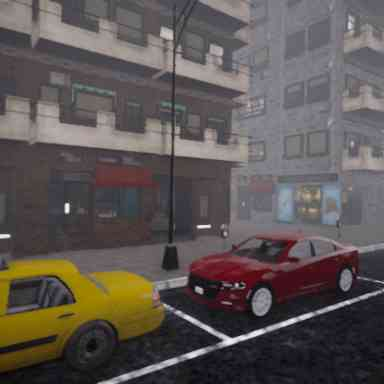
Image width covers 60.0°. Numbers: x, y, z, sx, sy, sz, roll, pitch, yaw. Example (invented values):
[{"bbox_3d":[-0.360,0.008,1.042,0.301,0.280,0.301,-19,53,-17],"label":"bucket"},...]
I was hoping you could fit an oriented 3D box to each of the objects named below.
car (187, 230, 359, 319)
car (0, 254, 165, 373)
[{"bbox_3d":[1.968,1.599,7.486,4.507,1.381,1.887,1,0,-35],"label":"car"},{"bbox_3d":[-2.690,1.526,4.168,4.829,1.417,1.752,1,0,-35],"label":"car"}]
